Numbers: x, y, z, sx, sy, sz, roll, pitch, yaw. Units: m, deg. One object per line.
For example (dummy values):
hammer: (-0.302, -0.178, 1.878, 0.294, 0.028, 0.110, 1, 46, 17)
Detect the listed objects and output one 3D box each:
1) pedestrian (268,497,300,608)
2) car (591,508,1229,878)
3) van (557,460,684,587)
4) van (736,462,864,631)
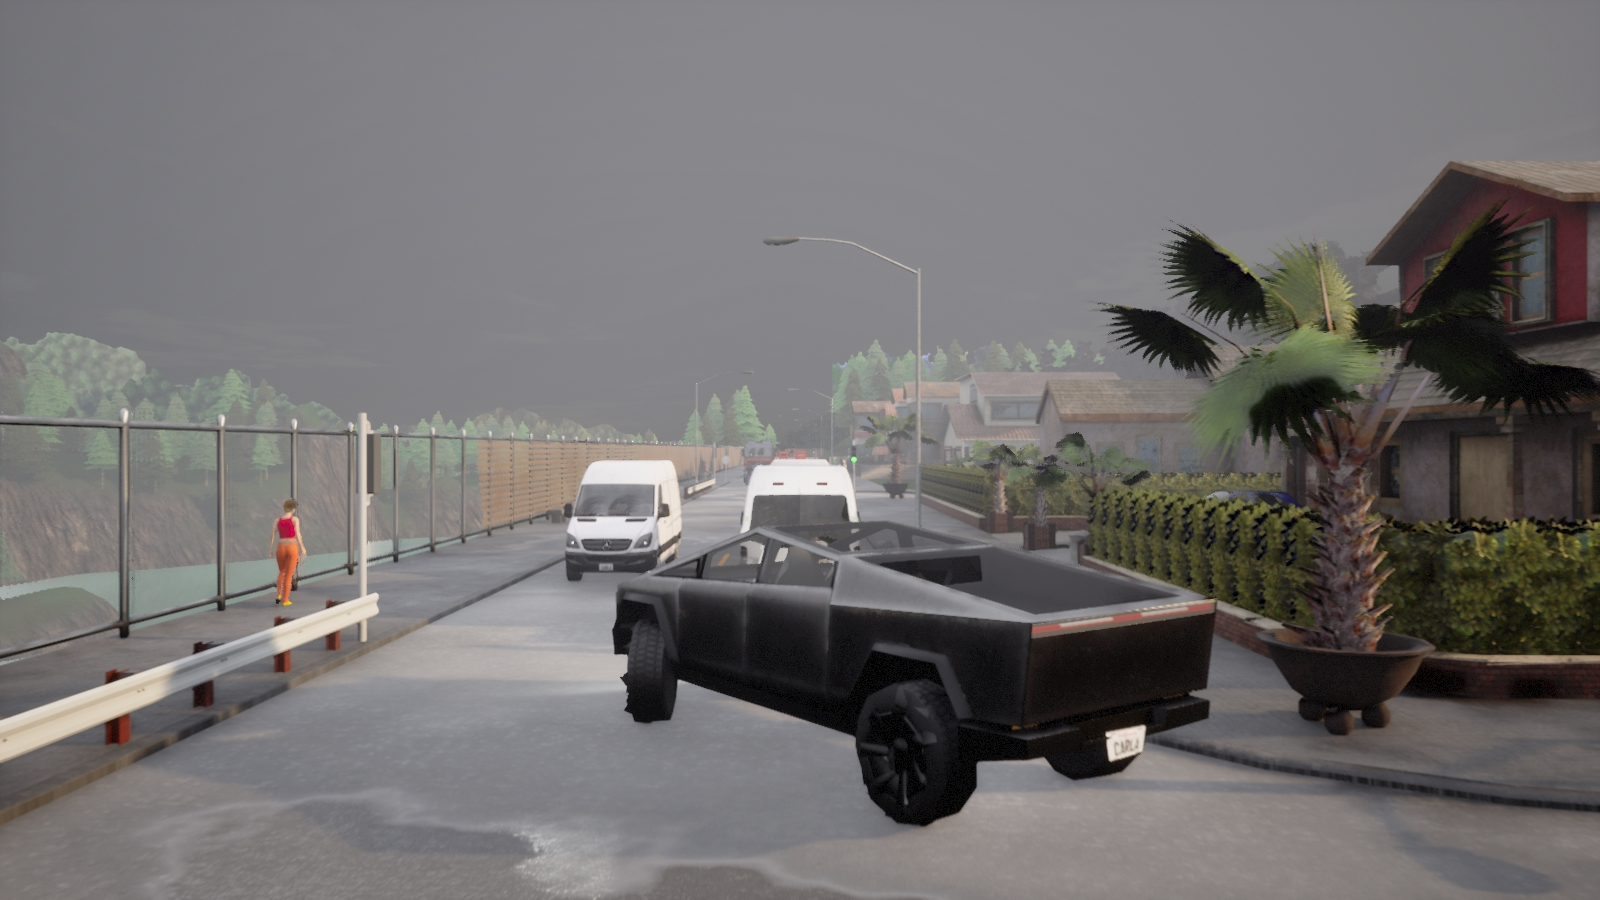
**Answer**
pedestrian: (-8.832, 1.744, 19.557, 0.375, 1.860, 0.375, 0, 0, -1)
car: (0.520, 1.753, 10.714, 2.390, 2.098, 6.274, 0, 0, -36)
van: (-3.992, 1.534, 26.473, 1.988, 2.561, 5.915, 0, 0, 0)
van: (0.006, 1.534, 20.670, 1.988, 2.561, 5.915, 0, 0, 0)
